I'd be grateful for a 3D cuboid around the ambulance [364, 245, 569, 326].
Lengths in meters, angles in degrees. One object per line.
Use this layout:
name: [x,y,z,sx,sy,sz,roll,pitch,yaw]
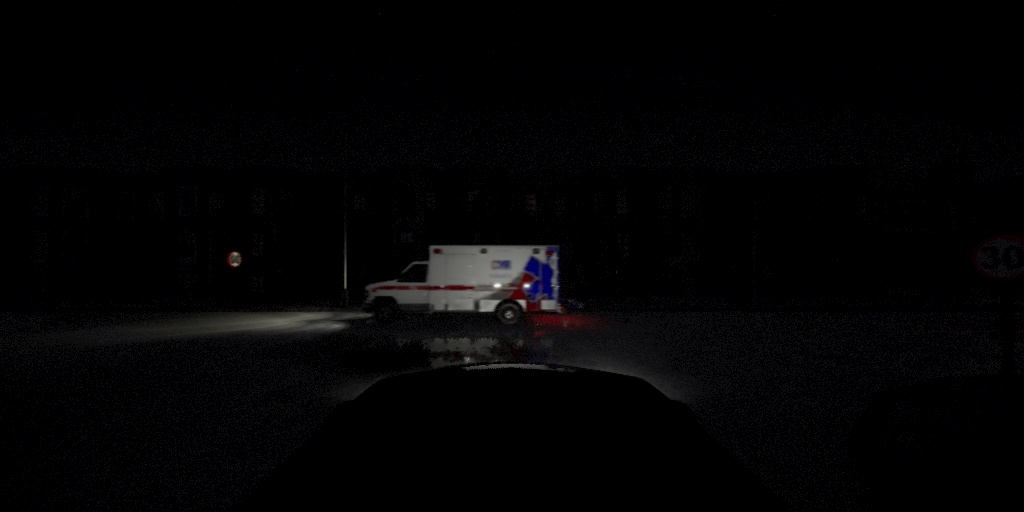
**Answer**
ambulance: [-1.453,0.898,11.818,6.366,2.431,2.351,0,-1,0]
